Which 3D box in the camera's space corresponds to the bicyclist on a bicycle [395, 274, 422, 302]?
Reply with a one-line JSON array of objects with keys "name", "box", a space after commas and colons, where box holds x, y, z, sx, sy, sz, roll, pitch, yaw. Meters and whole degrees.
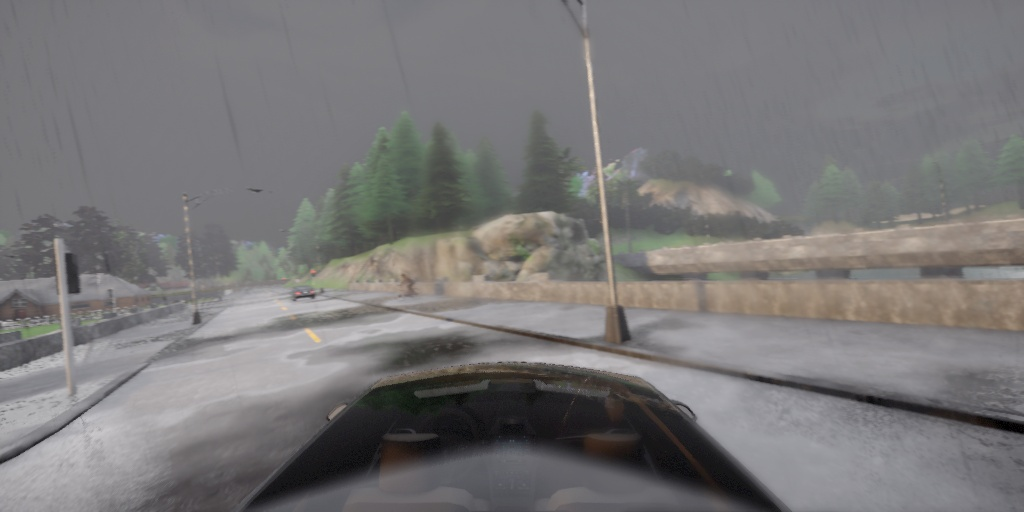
[{"name": "bicyclist on a bicycle", "box": [-6.245, 1.863, 21.450, 1.656, 1.620, 0.582, -5, -1, -35]}]

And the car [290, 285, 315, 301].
[{"name": "car", "box": [-20.763, 3.634, 35.573, 2.033, 1.411, 5.357, -6, 0, -35]}]
